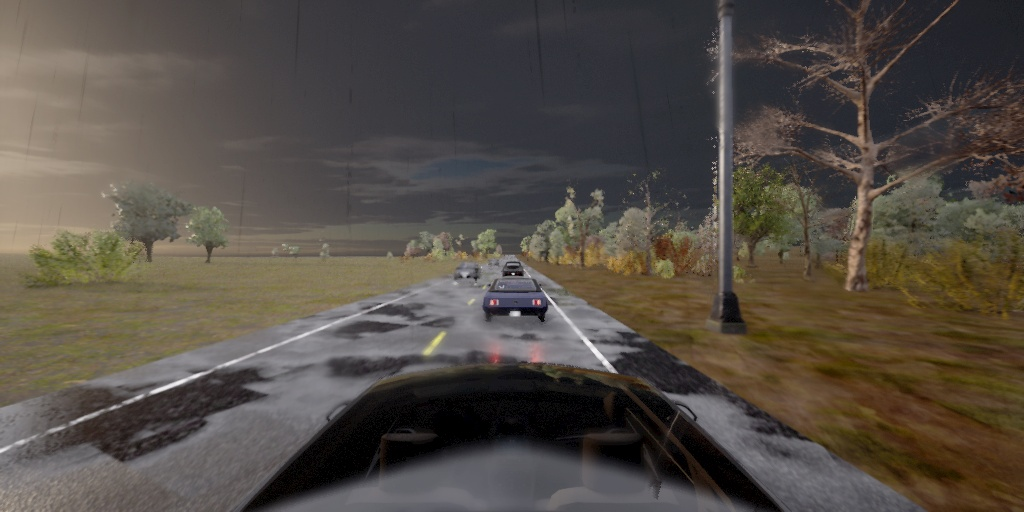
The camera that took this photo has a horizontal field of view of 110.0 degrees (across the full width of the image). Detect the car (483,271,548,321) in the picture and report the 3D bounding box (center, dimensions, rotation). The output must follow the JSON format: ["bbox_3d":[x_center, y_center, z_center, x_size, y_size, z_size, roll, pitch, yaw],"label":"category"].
[{"bbox_3d":[0.101,1.352,12.423,1.895,1.301,4.718,0,0,0],"label":"car"}]

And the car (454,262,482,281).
[{"bbox_3d":[-3.599,1.238,29.728,2.128,1.511,4.902,0,0,0],"label":"car"}]

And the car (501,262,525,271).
[{"bbox_3d":[0.099,1.250,32.462,1.837,1.490,4.892,0,0,0],"label":"car"}]
